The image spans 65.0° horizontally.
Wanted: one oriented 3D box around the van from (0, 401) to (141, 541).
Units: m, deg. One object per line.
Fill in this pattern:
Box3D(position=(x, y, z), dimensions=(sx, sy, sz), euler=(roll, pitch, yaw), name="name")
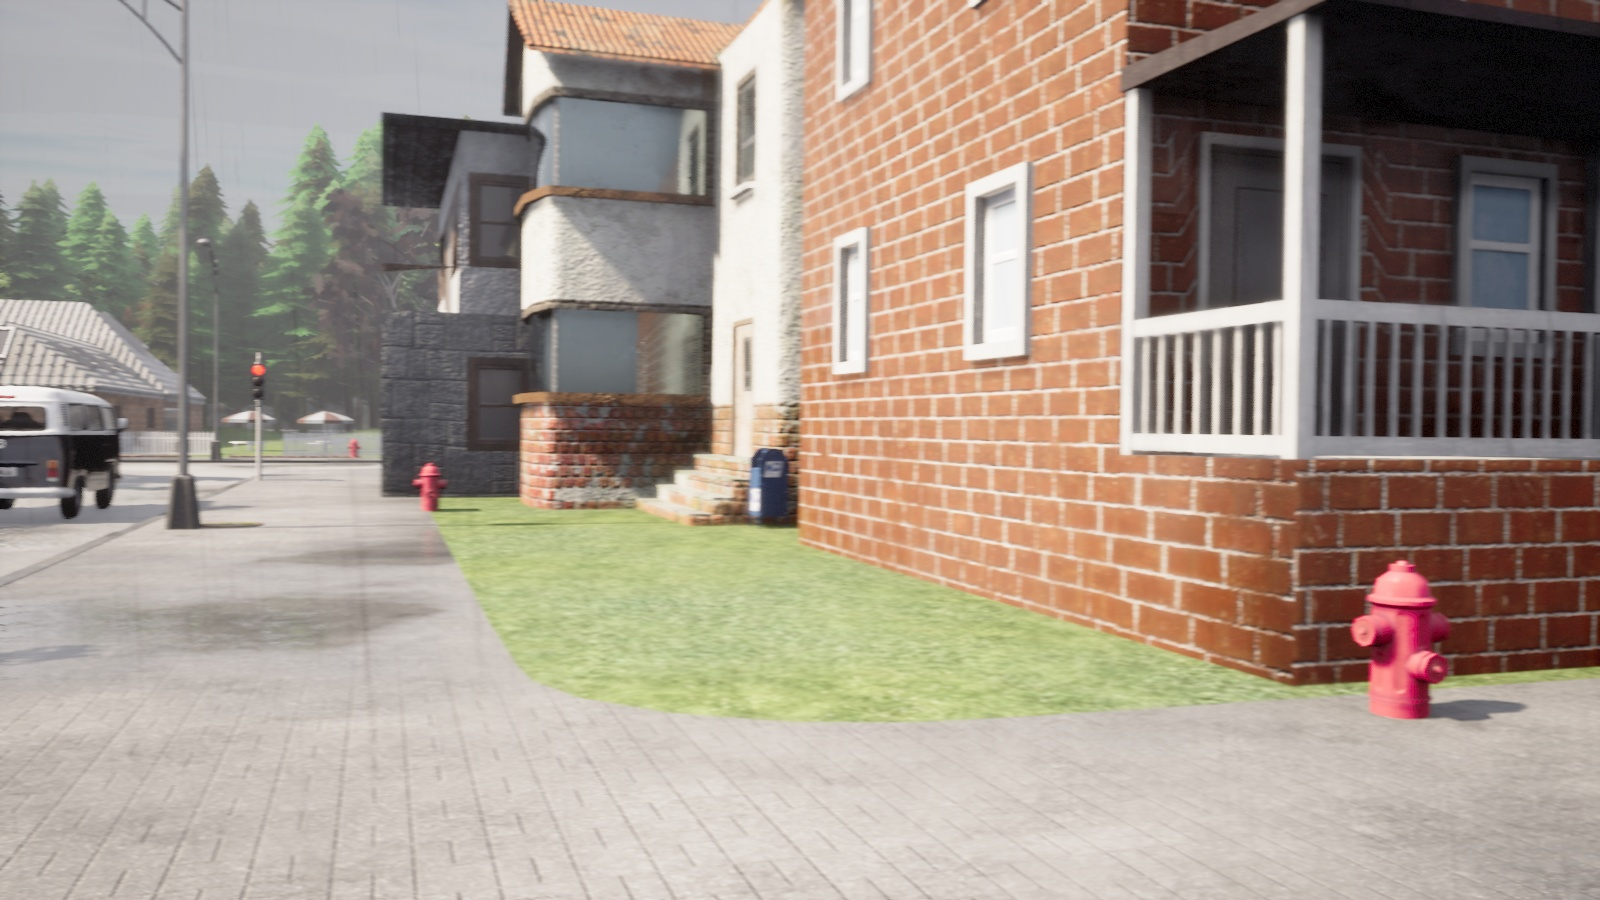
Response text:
Box3D(position=(-12.339, 0.283, 20.489), dimensions=(2.069, 2.038, 4.480), euler=(-1, 1, -18), name="van")
